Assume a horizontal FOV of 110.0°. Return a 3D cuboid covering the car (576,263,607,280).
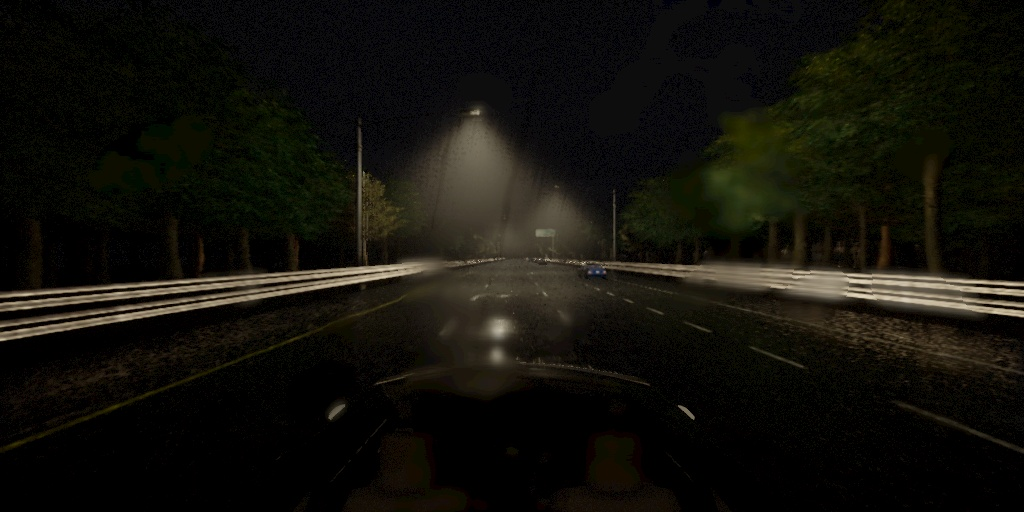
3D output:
[{"bbox_3d":[7.049,1.366,32.061,2.033,1.411,5.357,0,0,0],"label":"car"}]
